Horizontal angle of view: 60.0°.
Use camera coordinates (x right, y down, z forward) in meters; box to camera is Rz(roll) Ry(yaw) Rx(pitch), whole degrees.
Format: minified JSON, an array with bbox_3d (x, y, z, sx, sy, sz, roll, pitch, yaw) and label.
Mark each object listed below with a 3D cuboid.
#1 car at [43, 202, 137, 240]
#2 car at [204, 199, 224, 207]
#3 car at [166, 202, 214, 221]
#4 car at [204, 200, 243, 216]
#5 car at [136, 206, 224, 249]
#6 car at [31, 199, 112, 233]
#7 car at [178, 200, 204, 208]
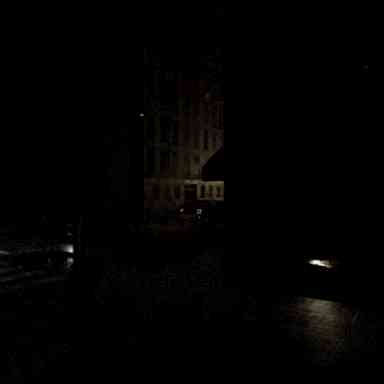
[{"bbox_3d":[-4.897,1.534,17.594,1.882,1.535,5.008,0,0,34],"label":"car"},{"bbox_3d":[3.157,1.361,19.432,2.192,1.841,5.009,0,0,36],"label":"car"},{"bbox_3d":[-0.067,1.611,28.726,1.947,1.339,4.313,0,0,36],"label":"car"},{"bbox_3d":[3.234,1.584,33.346,1.887,1.381,4.507,0,0,36],"label":"car"},{"bbox_3d":[-0.046,1.577,14.950,1.752,1.417,4.829,0,0,36],"label":"car"},{"bbox_3d":[-6.669,1.372,19.485,2.192,1.841,5.009,0,0,36],"label":"car"},{"bbox_3d":[0.938,1.398,25.762,2.097,1.767,4.553,0,0,35],"label":"car"}]
